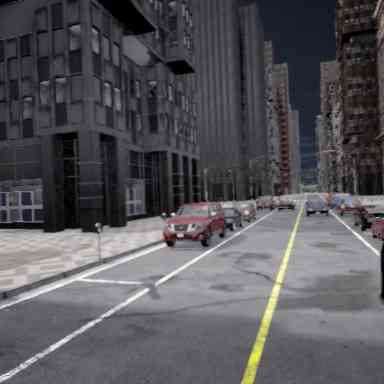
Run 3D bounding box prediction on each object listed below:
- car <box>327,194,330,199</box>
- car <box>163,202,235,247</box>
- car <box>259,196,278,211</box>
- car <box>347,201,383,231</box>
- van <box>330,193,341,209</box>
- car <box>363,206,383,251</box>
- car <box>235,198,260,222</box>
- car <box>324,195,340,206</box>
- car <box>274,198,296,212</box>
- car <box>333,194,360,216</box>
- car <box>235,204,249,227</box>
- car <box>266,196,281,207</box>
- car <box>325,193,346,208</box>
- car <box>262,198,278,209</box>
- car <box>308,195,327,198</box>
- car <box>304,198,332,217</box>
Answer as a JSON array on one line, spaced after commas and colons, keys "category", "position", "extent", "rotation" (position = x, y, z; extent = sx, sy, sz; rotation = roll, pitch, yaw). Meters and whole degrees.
[{"category": "car", "position": [17.522, 1.190, 39.864], "extent": [1.967, 1.590, 4.097], "rotation": [-3, -1, 19]}, {"category": "car", "position": [0.324, 1.468, 16.168], "extent": [2.192, 1.841, 5.009], "rotation": [-3, -1, 19]}, {"category": "car", "position": [9.465, 1.396, 42.646], "extent": [2.192, 1.841, 5.009], "rotation": [-3, -1, 19]}, {"category": "car", "position": [10.216, 1.373, 18.683], "extent": [1.947, 1.339, 4.313], "rotation": [-3, -1, 19]}, {"category": "van", "position": [15.690, 1.105, 34.571], "extent": [1.690, 1.788, 3.998], "rotation": [-3, -1, 19]}, {"category": "car", "position": [8.389, 1.404, 13.388], "extent": [1.802, 1.307, 4.206], "rotation": [-3, -1, 19]}, {"category": "car", "position": [3.985, 1.564, 26.757], "extent": [1.967, 1.590, 4.097], "rotation": [-3, -1, 19]}, {"category": "car", "position": [21.183, 1.272, 50.454], "extent": [2.008, 1.369, 4.403], "rotation": [-3, -1, 19]}, {"category": "car", "position": [11.184, 1.582, 39.203], "extent": [1.895, 1.301, 4.718], "rotation": [-2, -1, 20]}, {"category": "car", "position": [13.867, 1.218, 29.274], "extent": [1.967, 1.590, 4.097], "rotation": [-3, -1, 19]}, {"category": "car", "position": [2.162, 1.704, 21.460], "extent": [1.947, 1.339, 4.313], "rotation": [-3, -1, 19]}, {"category": "car", "position": [13.126, 1.492, 53.235], "extent": [1.967, 1.590, 4.097], "rotation": [-3, -1, 19]}, {"category": "car", "position": [19.345, 1.050, 45.162], "extent": [2.192, 1.841, 5.009], "rotation": [-3, -1, 19]}, {"category": "car", "position": [11.246, 1.592, 47.778], "extent": [1.752, 1.417, 4.829], "rotation": [-3, -1, 19]}, {"category": "car", "position": [14.882, 1.208, 40.625], "extent": [2.097, 1.767, 4.553], "rotation": [-2, -1, 19]}, {"category": "car", "position": [11.399, 1.483, 30.352], "extent": [1.895, 1.301, 4.718], "rotation": [-2, -1, 19]}]
